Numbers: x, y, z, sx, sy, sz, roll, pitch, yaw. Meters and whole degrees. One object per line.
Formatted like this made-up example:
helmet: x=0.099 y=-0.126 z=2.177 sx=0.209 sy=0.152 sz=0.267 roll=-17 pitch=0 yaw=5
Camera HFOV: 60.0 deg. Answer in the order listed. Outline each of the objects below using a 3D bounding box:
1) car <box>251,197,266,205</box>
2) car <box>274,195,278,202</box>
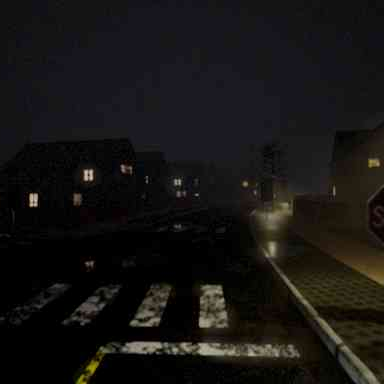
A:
car: x=11.434 y=1.440 z=56.117 sx=1.895 sy=1.301 sz=4.718 roll=0 pitch=0 yaw=24
car: x=15.625 y=1.274 z=65.478 sx=2.128 sy=1.511 sz=4.902 roll=0 pitch=0 yaw=27
